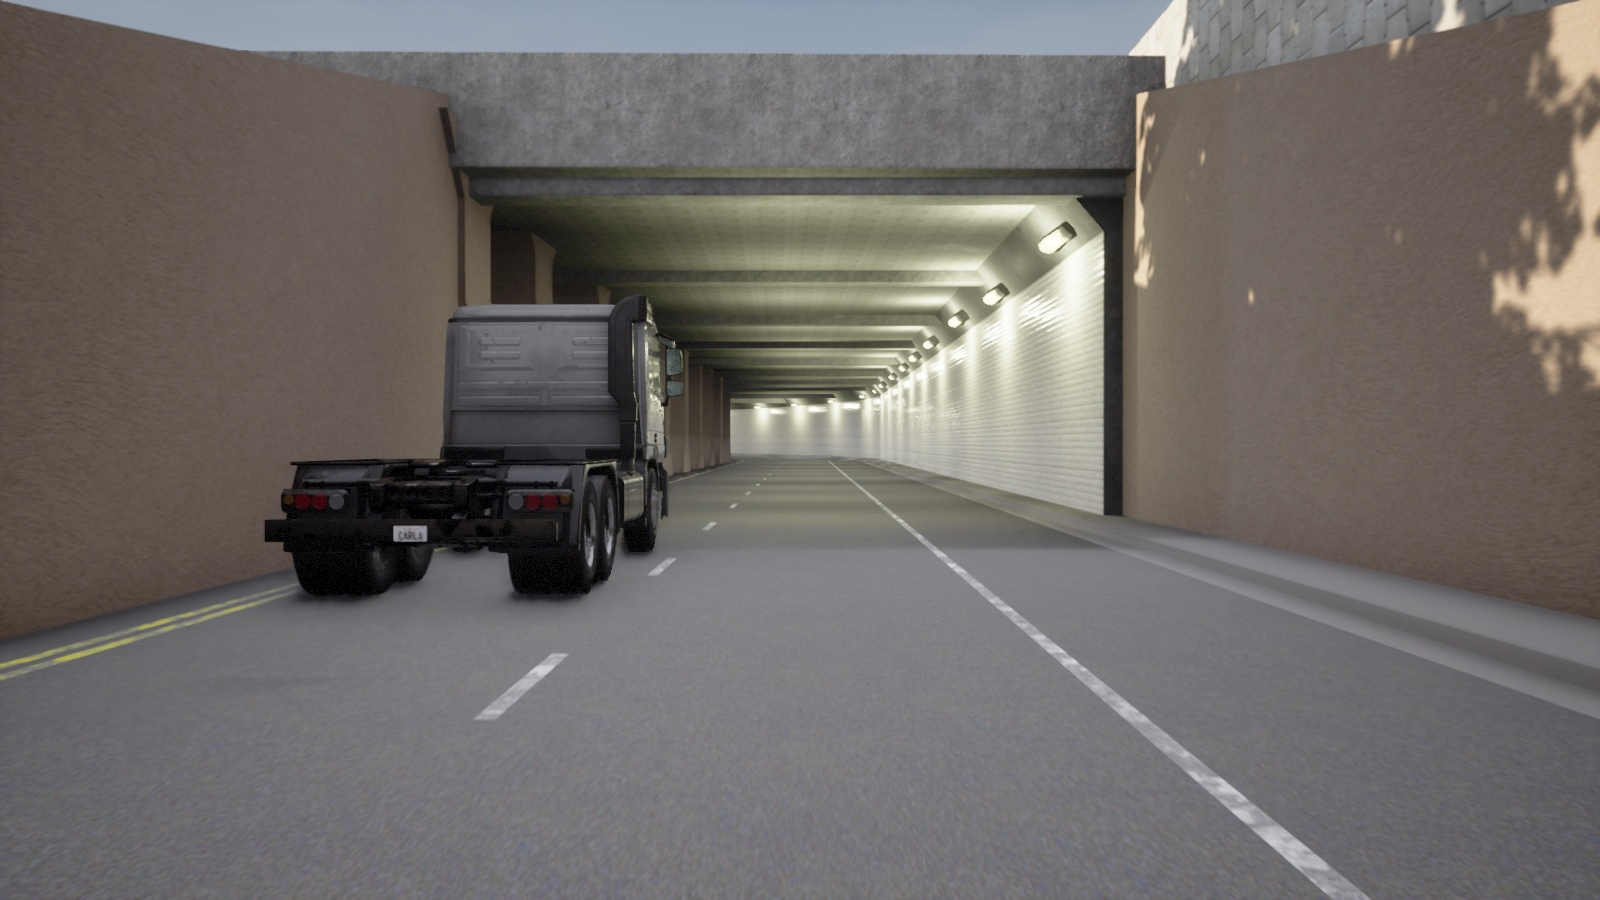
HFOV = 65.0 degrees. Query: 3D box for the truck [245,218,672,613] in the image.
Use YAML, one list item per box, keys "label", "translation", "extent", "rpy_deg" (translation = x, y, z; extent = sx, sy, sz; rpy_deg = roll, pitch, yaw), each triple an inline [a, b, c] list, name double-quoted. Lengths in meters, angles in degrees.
- label: "truck"
  translation: [-3.401, -0.323, 14.973]
  extent: [2.891, 3.462, 7.936]
  rpy_deg: [0, 0, 0]
